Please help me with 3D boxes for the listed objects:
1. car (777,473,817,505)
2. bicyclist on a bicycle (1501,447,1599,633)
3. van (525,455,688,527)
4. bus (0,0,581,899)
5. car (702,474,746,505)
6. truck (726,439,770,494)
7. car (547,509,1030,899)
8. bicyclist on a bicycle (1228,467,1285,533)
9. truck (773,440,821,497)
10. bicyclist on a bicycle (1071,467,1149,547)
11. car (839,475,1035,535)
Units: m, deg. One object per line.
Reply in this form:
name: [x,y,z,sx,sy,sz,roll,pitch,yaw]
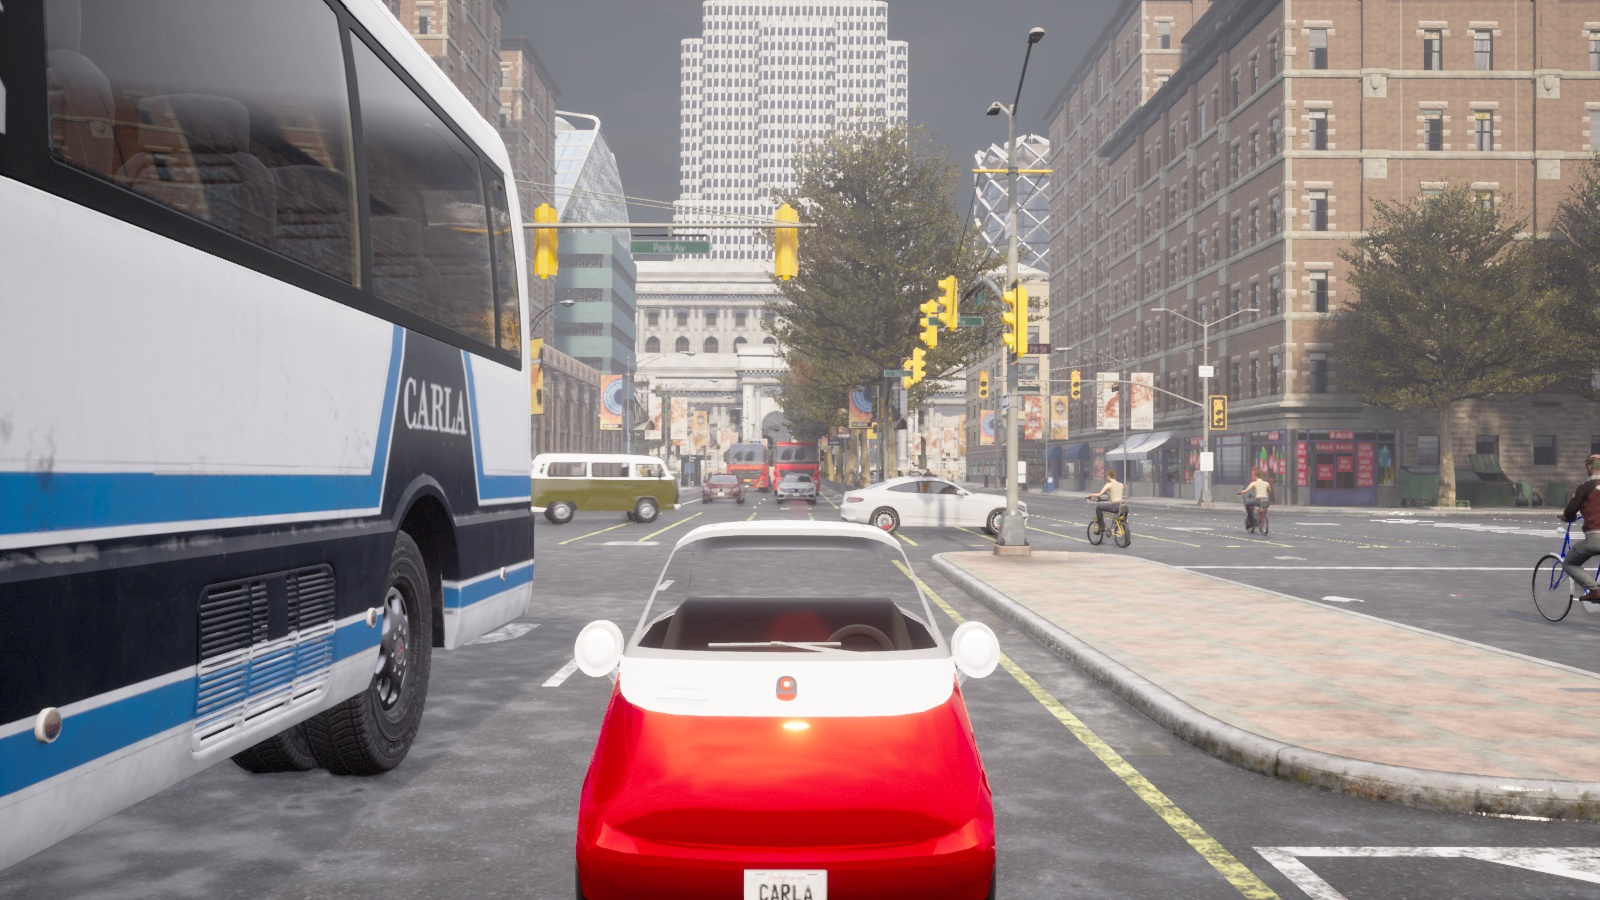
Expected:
car: [-0.118,1.859,60.803,1.812,1.442,4.674,0,-1,1]
bicyclist on a bicycle: [7.942,0.866,12.700,0.659,1.776,1.843,0,-1,0]
van: [-5.721,1.180,36.962,4.480,2.038,2.069,0,-1,-17]
bus: [-3.542,-0.482,3.915,3.944,4.253,10.273,0,-1,0]
car: [-3.653,1.877,61.008,1.812,1.442,4.674,0,-1,1]
truck: [-3.755,1.212,92.385,2.891,3.827,8.468,0,-1,0]
car: [-0.039,0.953,4.966,1.481,1.376,2.207,0,-1,0]
bicyclist on a bicycle: [11.392,1.231,31.360,0.866,1.612,1.509,0,-1,0]
truck: [-0.201,1.179,80.317,2.891,3.462,7.936,0,-1,0]
bicyclist on a bicycle: [6.448,1.164,26.206,0.866,1.612,1.509,0,-1,-21]
car: [3.351,1.353,31.393,4.674,1.442,1.812,0,-1,0]
